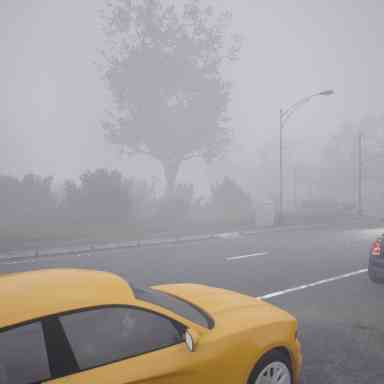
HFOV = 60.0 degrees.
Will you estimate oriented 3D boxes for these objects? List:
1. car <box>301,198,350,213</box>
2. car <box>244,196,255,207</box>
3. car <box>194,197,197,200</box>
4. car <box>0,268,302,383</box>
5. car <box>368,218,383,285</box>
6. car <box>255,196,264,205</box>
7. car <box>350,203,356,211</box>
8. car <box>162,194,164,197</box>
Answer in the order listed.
[{"bbox_3d":[14.728,1.492,37.644,2.128,1.511,4.902,0,0,-32],"label":"car"},{"bbox_3d":[6.810,1.489,50.158,1.837,1.490,4.892,0,0,-33],"label":"car"},{"bbox_3d":[-0.428,1.370,67.450,1.882,1.535,5.008,0,0,-35],"label":"car"},{"bbox_3d":[-1.087,1.478,2.973,5.008,1.535,1.882,0,0,-35],"label":"car"},{"bbox_3d":[6.435,1.352,8.310,4.553,1.767,2.097,0,0,-35],"label":"car"},{"bbox_3d":[9.450,1.333,52.525,2.097,1.767,4.553,0,0,-33],"label":"car"},{"bbox_3d":[17.219,1.478,40.293,1.882,1.535,5.008,0,0,-32],"label":"car"},{"bbox_3d":[-4.633,1.226,67.351,2.097,1.767,4.553,0,1,-36],"label":"car"}]
